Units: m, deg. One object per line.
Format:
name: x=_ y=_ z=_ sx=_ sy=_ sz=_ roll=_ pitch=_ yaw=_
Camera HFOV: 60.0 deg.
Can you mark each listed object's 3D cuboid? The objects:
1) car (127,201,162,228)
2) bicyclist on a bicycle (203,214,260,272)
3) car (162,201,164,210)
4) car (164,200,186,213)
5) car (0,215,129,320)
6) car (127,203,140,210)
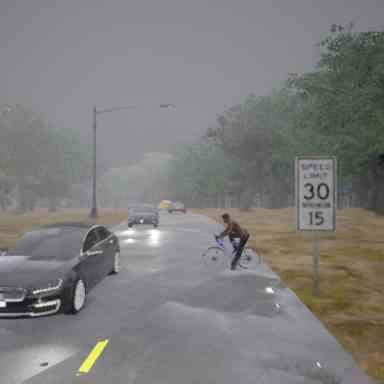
car: x=-3.161 y=1.494 z=22.281 sx=1.837 sy=1.490 sz=4.892 roll=0 pitch=0 yaw=-4
bicyclist on a bicycle: x=1.125 y=1.441 z=9.491 sx=1.656 sy=1.620 sz=0.582 roll=0 pitch=0 yaw=1
car: x=-4.025 y=2.050 z=51.034 sx=1.882 sy=1.535 sz=5.008 roll=0 pitch=-2 yaw=-12
car: x=-1.922 y=1.813 z=40.134 sx=1.994 sy=1.385 sz=4.181 roll=0 pitch=-1 yaw=-9
car: x=-2.943 y=1.494 z=7.611 sx=1.837 sy=1.490 sz=4.892 roll=0 pitch=0 yaw=1
car: x=-11.933 y=2.869 z=67.869 sx=1.994 sy=1.385 sz=4.181 roll=0 pitch=-2 yaw=-18
